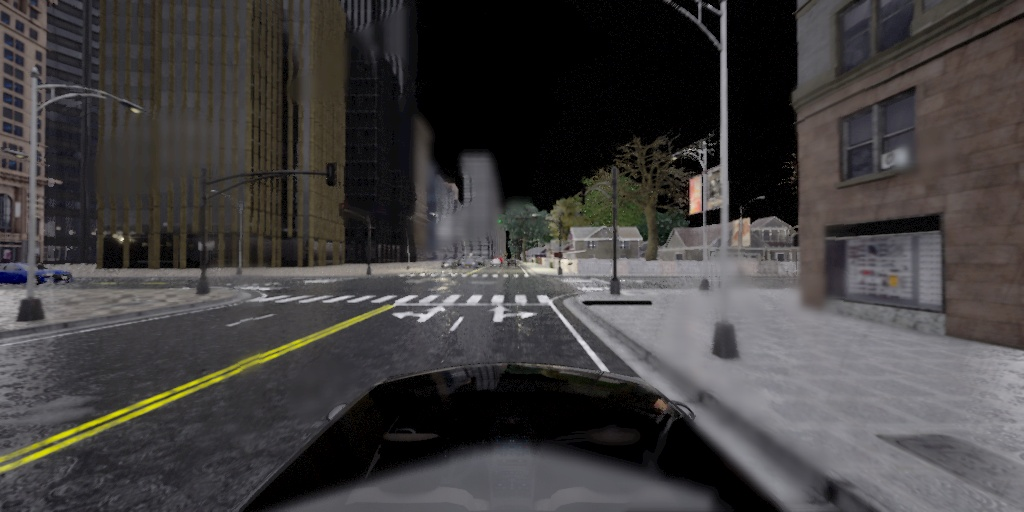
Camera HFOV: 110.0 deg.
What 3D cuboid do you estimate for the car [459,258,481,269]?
[{"bbox_3d":[-6.549,1.116,55.840,2.097,1.767,4.553,0,0,0],"label":"car"}]

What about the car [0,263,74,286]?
[{"bbox_3d":[-32.942,1.221,24.219,5.008,1.535,1.882,0,-1,-4],"label":"car"}]

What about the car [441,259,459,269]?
[{"bbox_3d":[-9.796,1.255,55.937,2.128,1.511,4.902,0,0,0],"label":"car"}]

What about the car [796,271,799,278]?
[{"bbox_3d":[25.358,1.280,28.390,4.892,1.490,1.837,0,-1,0],"label":"car"}]
